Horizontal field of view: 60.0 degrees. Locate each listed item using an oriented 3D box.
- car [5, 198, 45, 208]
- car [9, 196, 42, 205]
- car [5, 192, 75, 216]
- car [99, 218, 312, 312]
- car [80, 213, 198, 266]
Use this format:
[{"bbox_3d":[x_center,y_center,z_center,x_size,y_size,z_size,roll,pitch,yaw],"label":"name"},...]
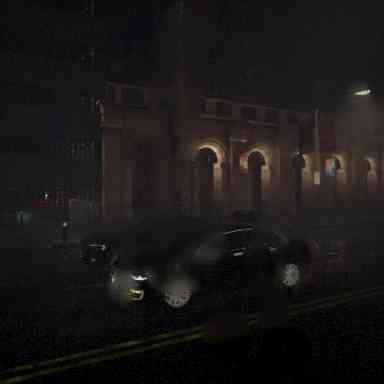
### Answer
[{"bbox_3d":[-22.306,1.447,44.444,4.718,1.301,1.895,0,0,-29],"label":"car"},{"bbox_3d":[-27.477,1.394,54.837,4.786,1.482,2.161,0,0,-29],"label":"car"},{"bbox_3d":[-12.747,1.018,28.585,5.566,2.045,2.435,0,0,-29],"label":"car"},{"bbox_3d":[0.599,1.500,7.711,4.892,1.490,1.837,0,0,-29],"label":"car"},{"bbox_3d":[-1.013,1.472,10.819,5.008,1.535,1.882,0,0,-29],"label":"car"}]
